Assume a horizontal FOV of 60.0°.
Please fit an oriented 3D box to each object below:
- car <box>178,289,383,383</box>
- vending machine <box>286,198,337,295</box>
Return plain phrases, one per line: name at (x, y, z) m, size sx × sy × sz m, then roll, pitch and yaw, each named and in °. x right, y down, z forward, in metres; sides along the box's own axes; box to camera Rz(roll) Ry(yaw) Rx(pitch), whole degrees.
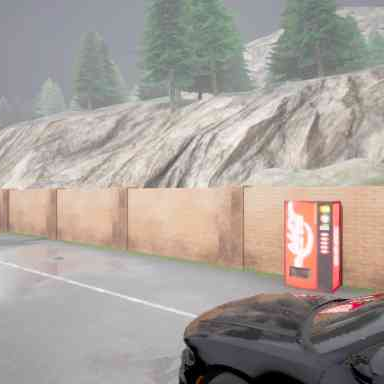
car at (2.181, 1.477, 2.526) m, size 5.008 × 1.535 × 1.882 m, roll 0°, pitch 0°, yaw 35°
vending machine at (2.878, 1.195, 7.955) m, size 0.880 × 2.100 × 1.100 m, roll 0°, pitch 0°, yaw 36°
